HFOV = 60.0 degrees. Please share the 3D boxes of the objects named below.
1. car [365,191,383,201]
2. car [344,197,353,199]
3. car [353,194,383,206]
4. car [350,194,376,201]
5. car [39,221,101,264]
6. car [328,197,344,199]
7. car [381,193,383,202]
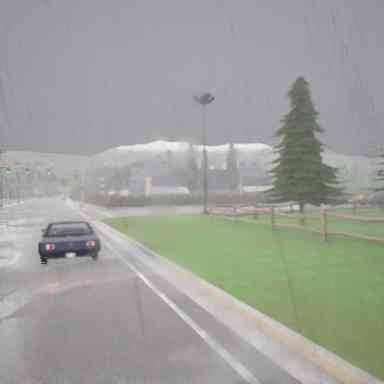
[{"bbox_3d":[35.346,0.812,62.998,4.553,1.767,2.097,-1,0,-21],"label":"car"},{"bbox_3d":[26.857,1.209,52.129,5.008,1.535,1.882,-1,0,-21],"label":"car"},{"bbox_3d":[26.704,1.267,48.328,5.357,1.411,2.033,-1,0,-21],"label":"car"},{"bbox_3d":[34.134,1.087,66.280,4.718,1.301,1.895,-1,0,-21],"label":"car"},{"bbox_3d":[-4.647,1.734,12.568,1.895,1.301,4.718,-1,0,-22],"label":"car"},{"bbox_3d":[25.747,1.254,55.450,4.902,1.511,2.128,-1,0,-21],"label":"car"},{"bbox_3d":[36.650,0.946,59.748,4.902,1.511,2.128,-1,0,-21],"label":"car"}]
